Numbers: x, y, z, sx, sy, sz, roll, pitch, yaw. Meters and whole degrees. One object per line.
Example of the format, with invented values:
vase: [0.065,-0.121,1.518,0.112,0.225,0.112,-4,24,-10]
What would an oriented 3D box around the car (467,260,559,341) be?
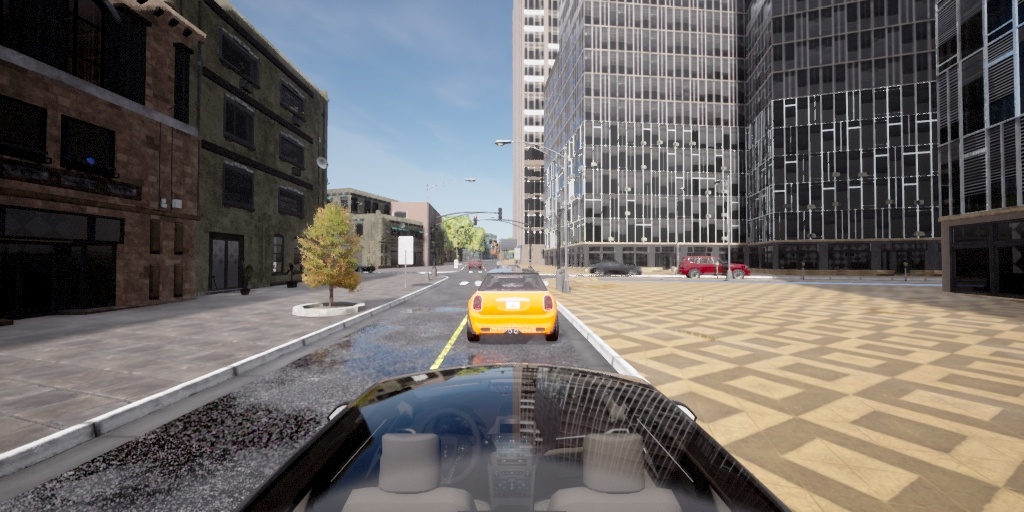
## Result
car: [0.003,1.105,10.002,2.097,1.767,4.553,0,0,0]

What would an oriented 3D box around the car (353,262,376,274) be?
car: [-18.415,1.389,42.039,4.718,1.301,1.895,0,-1,18]

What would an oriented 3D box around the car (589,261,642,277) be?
car: [9.481,1.216,32.970,4.674,1.442,1.812,0,-1,17]

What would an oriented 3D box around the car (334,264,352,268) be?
car: [-20.590,1.317,40.141,4.313,1.339,1.948,0,0,18]

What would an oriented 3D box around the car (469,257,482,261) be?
car: [-5.483,1.240,53.359,1.882,1.535,5.008,0,0,-6]

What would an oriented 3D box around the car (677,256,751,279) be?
car: [15.742,0.938,28.258,5.009,1.841,2.192,0,0,18]
